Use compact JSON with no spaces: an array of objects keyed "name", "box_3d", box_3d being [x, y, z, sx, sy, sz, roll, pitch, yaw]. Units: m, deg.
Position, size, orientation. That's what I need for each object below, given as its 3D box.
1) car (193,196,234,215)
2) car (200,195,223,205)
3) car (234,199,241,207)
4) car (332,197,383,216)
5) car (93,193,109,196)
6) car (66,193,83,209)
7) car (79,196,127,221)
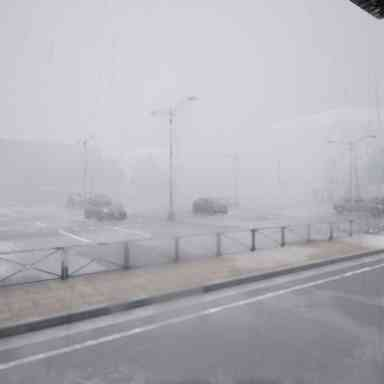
[{"name":"car","box_3d":[1.688,1.292,30.295,1.845,1.501,3.633,0,0,-36]},{"name":"car","box_3d":[3.055,1.324,53.988,1.845,1.501,3.633,0,0,-36]},{"name":"car","box_3d":[4.981,1.339,46.226,1.970,1.475,3.806,0,0,-36]},{"name":"car","box_3d":[15.784,1.284,31.004,2.152,1.636,5.027,0,0,-36]},{"name":"car","box_3d":[-12.095,1.076,43.225,1.932,1.855,4.605,0,0,-36]},{"name":"car","box_3d":[-14.210,1.060,41.190,1.905,1.878,3.866,0,0,-36]},{"name":"car","box_3d":[-6.440,1.285,24.482,2.007,1.523,4.514,0,0,-36]}]
